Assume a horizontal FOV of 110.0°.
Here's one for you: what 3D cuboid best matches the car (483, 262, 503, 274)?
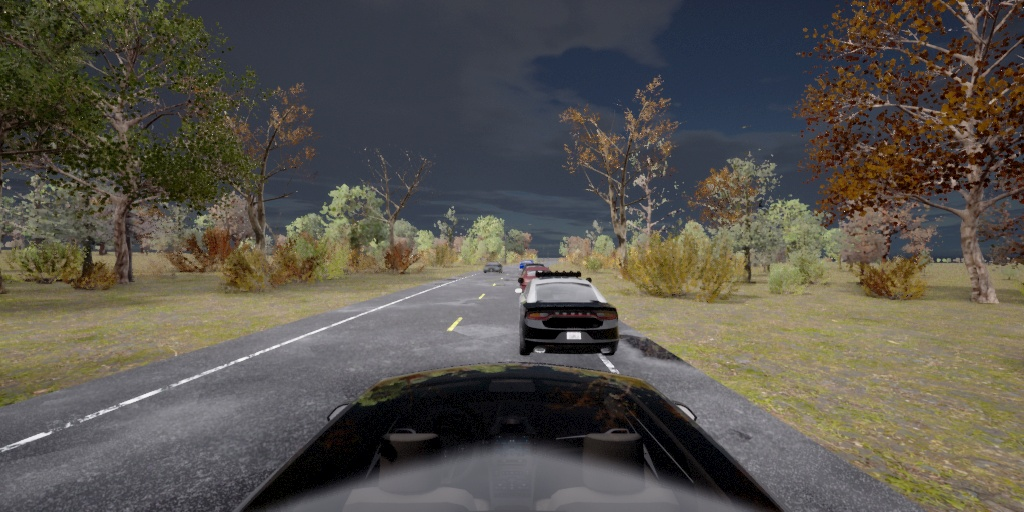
[{"bbox_3d":[-2.112,1.363,41.100,1.994,1.385,4.181,0,0,4],"label":"car"}]

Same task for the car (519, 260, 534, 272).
[{"bbox_3d":[2.110,1.313,50.351,1.882,1.535,5.008,0,0,5],"label":"car"}]

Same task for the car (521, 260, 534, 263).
[{"bbox_3d":[1.533,1.266,24.603,1.837,1.490,4.892,0,0,2],"label":"car"}]

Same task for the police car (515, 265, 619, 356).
[{"bbox_3d":[1.107,1.177,8.790,1.930,1.638,5.238,0,0,1],"label":"police car"}]

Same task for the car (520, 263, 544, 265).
[{"bbox_3d":[1.325,1.281,18.633,1.812,1.442,4.674,0,0,2],"label":"car"}]
